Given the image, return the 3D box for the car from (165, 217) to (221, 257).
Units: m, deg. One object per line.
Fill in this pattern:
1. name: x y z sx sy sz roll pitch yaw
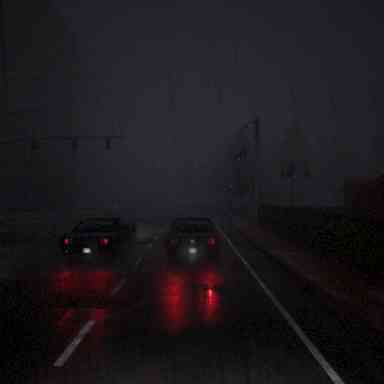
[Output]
1. car: 0.042 1.660 13.229 1.895 1.301 4.718 0 0 0

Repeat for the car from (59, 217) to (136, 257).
1. car: -3.458 1.660 13.227 1.895 1.301 4.718 0 0 0

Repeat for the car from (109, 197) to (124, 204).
1. car: -16.358 1.840 71.616 1.812 1.442 4.674 0 0 -38

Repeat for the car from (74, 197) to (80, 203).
1. car: -29.686 1.826 81.703 5.008 1.535 1.882 0 0 27
